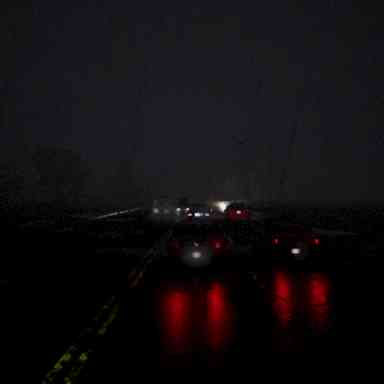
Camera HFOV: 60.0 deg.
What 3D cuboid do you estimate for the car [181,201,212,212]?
[{"bbox_3d":[0.580,1.652,25.876,2.033,1.411,5.357,0,0,3],"label":"car"}]

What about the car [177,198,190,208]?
[{"bbox_3d":[-1.268,1.701,52.407,1.837,1.490,4.892,0,0,5],"label":"car"}]

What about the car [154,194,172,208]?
[{"bbox_3d":[-4.514,1.418,52.640,2.150,2.045,5.566,0,0,5],"label":"car"}]

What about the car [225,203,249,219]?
[{"bbox_3d":[4.048,1.685,30.109,1.994,1.385,4.181,0,0,3],"label":"car"}]

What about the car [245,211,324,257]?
[{"bbox_3d":[3.476,1.657,13.154,1.895,1.301,4.718,0,0,2],"label":"car"}]

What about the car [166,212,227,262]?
[{"bbox_3d":[0.203,1.653,12.392,1.895,1.301,4.718,0,0,2],"label":"car"}]
